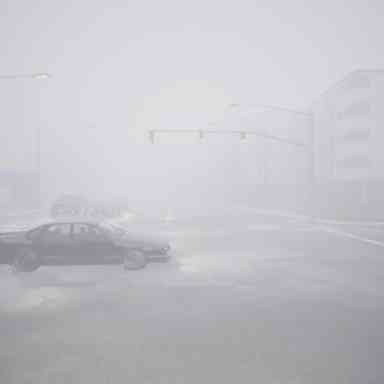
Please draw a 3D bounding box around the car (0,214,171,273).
[{"bbox_3d":[-3.317,1.552,10.159,5.357,1.411,2.033,0,0,-3],"label":"car"}]

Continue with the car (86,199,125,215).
[{"bbox_3d":[-7.503,1.593,29.328,1.895,1.301,4.718,0,0,-1],"label":"car"}]

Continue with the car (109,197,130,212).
[{"bbox_3d":[-8.192,1.448,38.479,1.882,1.535,5.008,0,1,-8],"label":"car"}]

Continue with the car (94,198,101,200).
[{"bbox_3d":[-12.248,1.508,42.476,2.033,1.411,5.357,0,0,-13],"label":"car"}]

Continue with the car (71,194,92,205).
[{"bbox_3d":[-19.180,1.277,57.447,2.097,1.767,4.553,0,0,-37],"label":"car"}]

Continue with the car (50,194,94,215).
[{"bbox_3d":[-11.058,1.211,30.490,2.150,2.045,5.566,0,0,-2],"label":"car"}]
